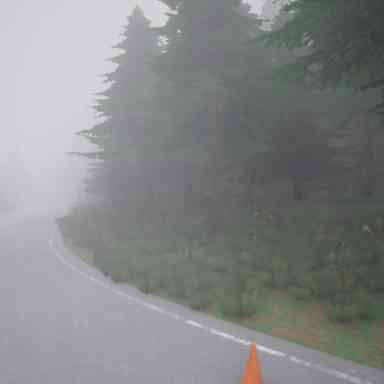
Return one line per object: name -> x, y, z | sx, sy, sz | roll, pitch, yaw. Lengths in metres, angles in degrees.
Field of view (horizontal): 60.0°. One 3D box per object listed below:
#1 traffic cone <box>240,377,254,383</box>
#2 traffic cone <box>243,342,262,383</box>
traffic cone -> 0.315, 2.029, 2.963 | 0.340, 0.580, 0.340 | 1, -1, 23
traffic cone -> 0.704, 2.049, 3.881 | 0.340, 0.580, 0.340 | 1, -1, 23
